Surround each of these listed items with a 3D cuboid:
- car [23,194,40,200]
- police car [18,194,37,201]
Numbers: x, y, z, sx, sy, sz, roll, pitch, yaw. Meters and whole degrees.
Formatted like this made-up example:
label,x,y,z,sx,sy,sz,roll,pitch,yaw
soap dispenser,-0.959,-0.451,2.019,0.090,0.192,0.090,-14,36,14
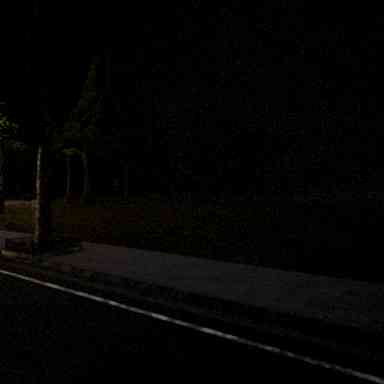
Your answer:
label,x,y,z,sx,sy,sz,roll,pitch,yaw
car,-41.167,1.352,85.412,1.994,1.385,4.181,0,0,12
police car,-39.170,1.251,79.264,1.930,1.638,5.238,0,0,12
